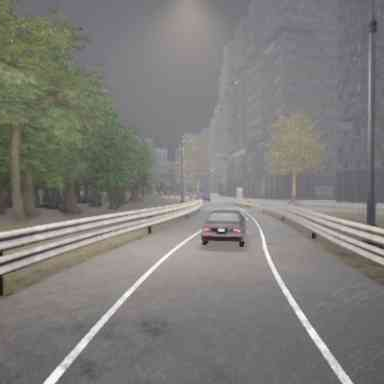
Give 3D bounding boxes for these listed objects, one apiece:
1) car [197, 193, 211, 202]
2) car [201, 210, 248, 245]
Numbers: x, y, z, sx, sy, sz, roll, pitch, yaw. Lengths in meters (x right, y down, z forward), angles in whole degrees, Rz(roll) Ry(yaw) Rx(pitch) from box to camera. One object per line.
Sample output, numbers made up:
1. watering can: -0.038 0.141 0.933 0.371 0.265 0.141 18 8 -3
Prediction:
1. car: 2.538 1.163 71.879 2.150 2.045 5.566 0 0 -10
2. car: 1.584 1.556 15.588 2.033 1.411 5.357 0 0 10
